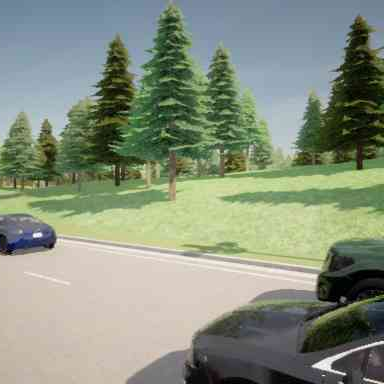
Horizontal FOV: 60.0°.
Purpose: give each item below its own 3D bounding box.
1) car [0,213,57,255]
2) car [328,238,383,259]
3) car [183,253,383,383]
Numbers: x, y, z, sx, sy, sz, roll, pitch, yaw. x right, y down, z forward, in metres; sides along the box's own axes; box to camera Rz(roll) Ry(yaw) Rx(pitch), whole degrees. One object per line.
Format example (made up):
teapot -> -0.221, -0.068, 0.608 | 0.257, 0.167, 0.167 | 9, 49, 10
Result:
car -> -7.359, 1.564, 13.484 | 4.181, 1.385, 1.994 | 0, 0, 35
car -> 4.826, 1.224, 4.858 | 5.566, 2.045, 2.150 | 0, 0, 35
car -> 2.168, 1.505, 2.451 | 4.892, 1.490, 1.837 | 0, 0, 35
